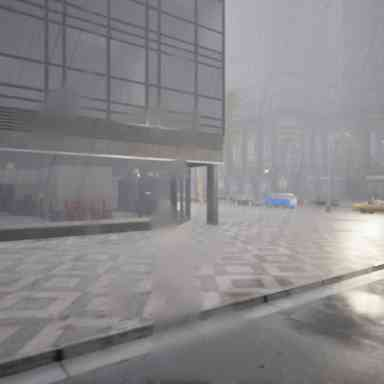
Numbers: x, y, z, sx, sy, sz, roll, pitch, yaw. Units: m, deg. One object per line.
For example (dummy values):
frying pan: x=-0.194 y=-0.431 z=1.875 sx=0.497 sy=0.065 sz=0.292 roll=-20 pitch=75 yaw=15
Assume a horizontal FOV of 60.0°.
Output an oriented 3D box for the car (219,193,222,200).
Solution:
car: x=4.558 y=0.854 z=62.742 sx=1.967 sy=1.590 sz=4.097 roll=1 pitch=0 yaw=-35

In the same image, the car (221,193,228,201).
car: x=7.792 y=1.046 z=58.151 sx=2.008 sy=1.369 sz=4.403 roll=1 pitch=0 yaw=-35

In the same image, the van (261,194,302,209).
van: x=10.541 y=1.069 z=39.455 sx=1.690 sy=1.788 sz=3.998 roll=1 pitch=0 yaw=-35

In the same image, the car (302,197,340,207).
car: x=17.502 y=1.288 z=44.375 sx=1.947 sy=1.339 sz=4.313 roll=1 pitch=0 yaw=-35

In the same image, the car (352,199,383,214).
car: x=17.111 y=1.376 z=30.129 sx=1.752 sy=1.417 sz=4.829 roll=1 pitch=0 yaw=-35

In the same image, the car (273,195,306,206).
car: x=14.267 y=1.196 z=48.965 sx=1.887 sy=1.381 sz=4.507 roll=1 pitch=0 yaw=-35

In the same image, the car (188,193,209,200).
car: x=1.320 y=0.883 z=67.332 sx=2.008 sy=1.369 sz=4.403 roll=1 pitch=0 yaw=-35

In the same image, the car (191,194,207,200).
car: x=0.926 y=1.030 z=53.094 sx=1.752 sy=1.417 sz=4.829 roll=1 pitch=0 yaw=-35

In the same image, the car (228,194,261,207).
car: x=7.302 y=1.209 z=44.047 sx=2.008 sy=1.369 sz=4.403 roll=1 pitch=0 yaw=-35
